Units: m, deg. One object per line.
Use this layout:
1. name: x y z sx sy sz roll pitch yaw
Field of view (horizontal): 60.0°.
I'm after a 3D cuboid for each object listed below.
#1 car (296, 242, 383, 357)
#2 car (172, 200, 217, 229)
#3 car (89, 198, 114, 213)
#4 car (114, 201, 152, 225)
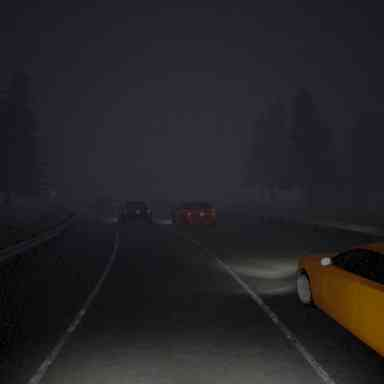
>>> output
1. car: 3.197 1.477 4.927 1.882 1.535 5.008 0 0 -3
2. car: 0.027 1.402 22.452 2.097 1.767 4.553 0 0 -16
3. car: -10.624 1.481 38.944 2.097 1.767 4.553 0 0 -29
4. car: -4.359 1.424 24.791 2.097 1.767 4.553 0 0 -18
